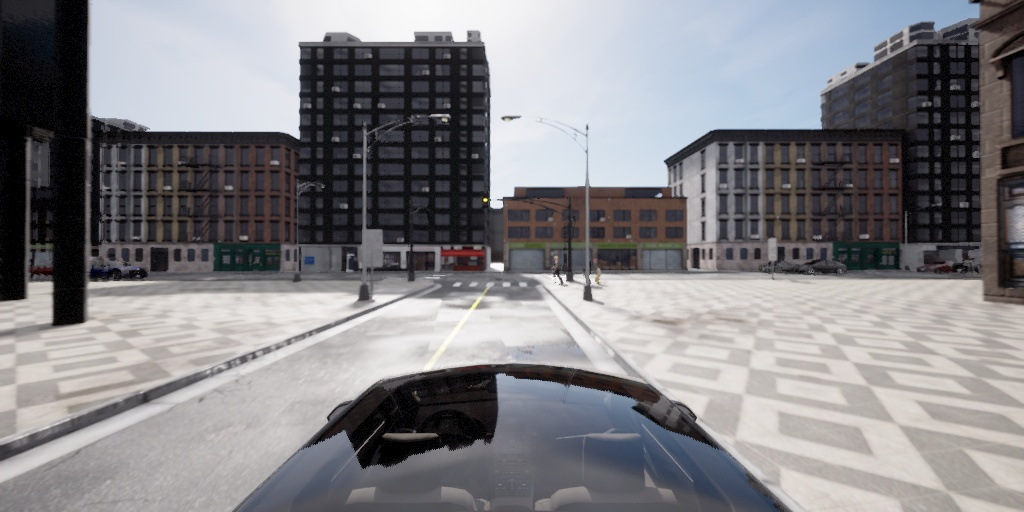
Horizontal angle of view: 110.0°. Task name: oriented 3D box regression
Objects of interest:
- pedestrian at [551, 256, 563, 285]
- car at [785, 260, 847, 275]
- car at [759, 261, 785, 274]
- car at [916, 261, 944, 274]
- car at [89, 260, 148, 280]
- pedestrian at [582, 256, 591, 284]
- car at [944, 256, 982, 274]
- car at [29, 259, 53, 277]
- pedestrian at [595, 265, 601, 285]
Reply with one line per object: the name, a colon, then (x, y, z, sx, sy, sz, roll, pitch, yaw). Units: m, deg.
pedestrian: (2.840, 0.883, 22.834, 0.375, 1.860, 0.375, 0, 0, 0)
car: (31.316, 1.187, 36.665, 4.892, 1.490, 1.837, 0, 0, 0)
car: (30.006, 1.274, 39.911, 4.181, 1.385, 1.994, 0, 0, 0)
car: (47.919, 1.244, 39.855, 4.674, 1.442, 1.812, 0, 0, 0)
car: (-33.353, 1.109, 29.891, 4.553, 1.767, 2.097, 0, 0, 0)
pedestrian: (4.557, 0.881, 21.634, 0.375, 1.860, 0.375, 0, 0, 0)
car: (47.954, 0.809, 36.608, 4.553, 1.767, 2.097, 0, 0, 0)
car: (-46.347, 1.306, 36.483, 5.008, 1.535, 1.882, 0, 0, 0)
pedestrian: (5.423, 1.154, 22.232, 0.375, 1.300, 0.375, 0, 0, 0)
